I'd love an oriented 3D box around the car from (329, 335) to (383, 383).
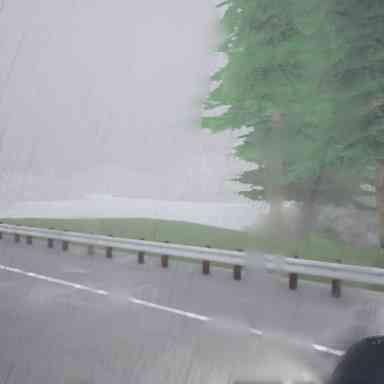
[{"bbox_3d":[2.842,1.563,1.698,4.181,1.385,1.994,1,0,37],"label":"car"}]
